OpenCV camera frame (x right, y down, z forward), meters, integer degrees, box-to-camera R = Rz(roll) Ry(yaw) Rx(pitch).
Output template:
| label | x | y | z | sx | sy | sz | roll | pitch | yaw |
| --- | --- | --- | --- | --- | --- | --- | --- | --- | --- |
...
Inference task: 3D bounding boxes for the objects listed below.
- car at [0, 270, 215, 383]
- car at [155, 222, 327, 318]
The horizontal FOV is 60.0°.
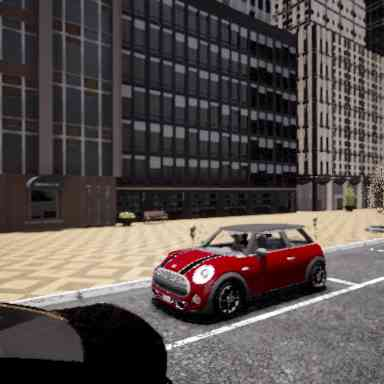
| label | x | y | z | sx | sy | sz | roll | pitch | yaw |
| --- | --- | --- | --- | --- | --- | --- | --- | --- | --- |
| car | -2.438 | 1.486 | 1.617 | 5.008 | 1.535 | 1.882 | 0 | 0 | -36 |
| car | 1.132 | 1.462 | 7.400 | 4.097 | 1.590 | 1.967 | 0 | 0 | -36 |
